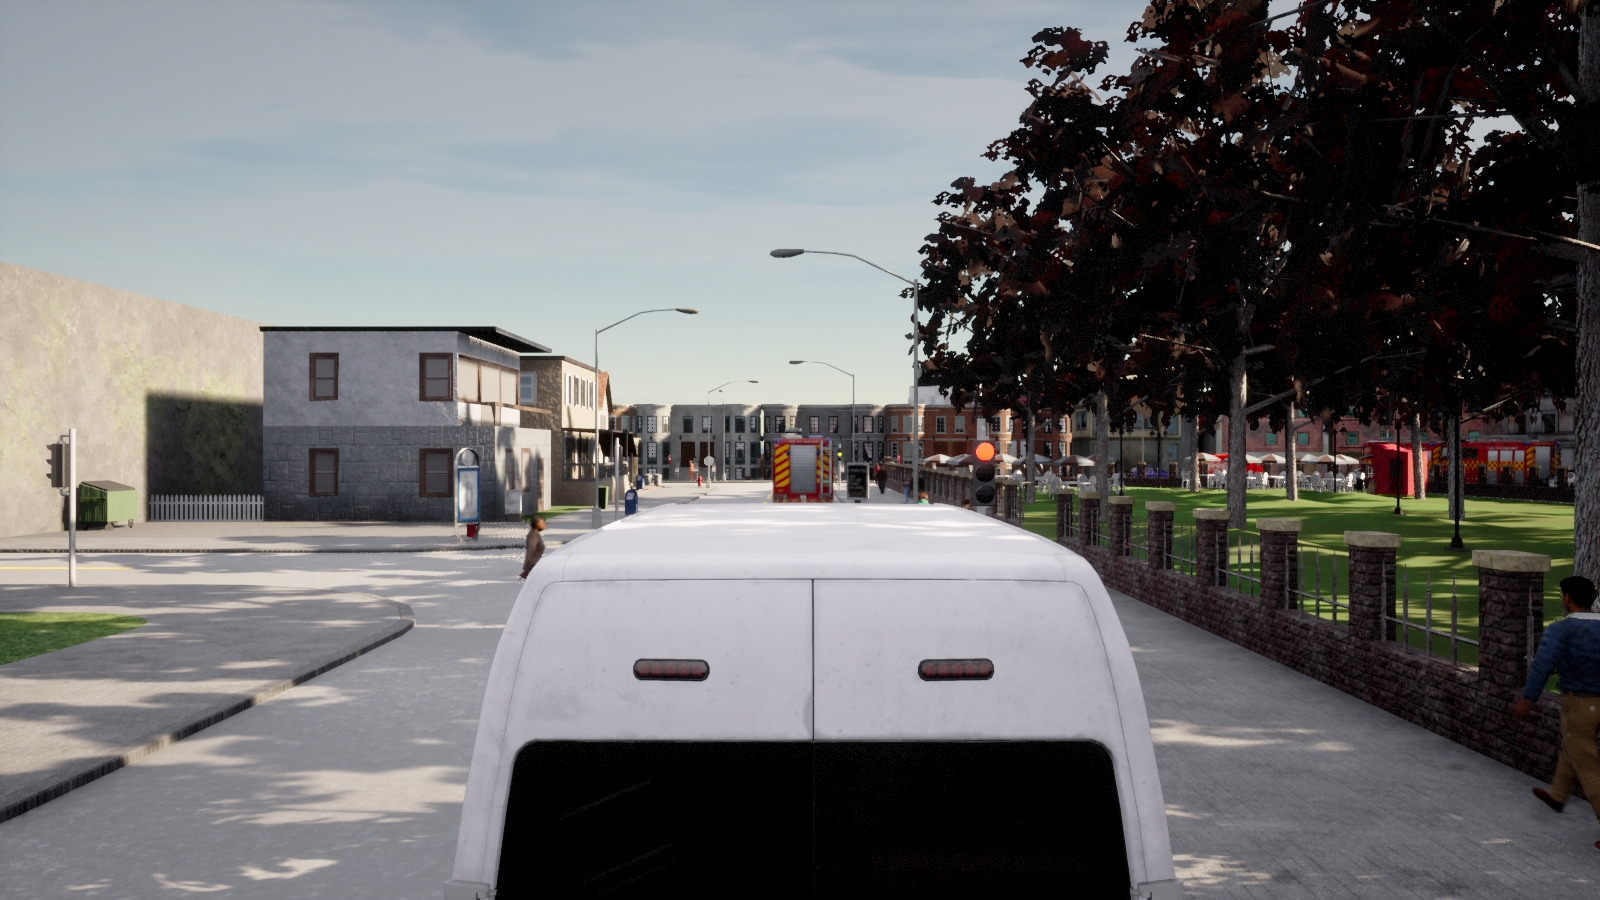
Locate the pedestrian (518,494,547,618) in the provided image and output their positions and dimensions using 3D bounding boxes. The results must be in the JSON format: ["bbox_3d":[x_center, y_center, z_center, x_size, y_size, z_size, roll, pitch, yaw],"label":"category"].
[{"bbox_3d":[-4.141,1.629,17.697,0.375,1.860,0.375,0,0,-23],"label":"pedestrian"}]

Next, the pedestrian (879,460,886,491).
[{"bbox_3d":[4.951,1.525,68.400,0.375,1.860,0.375,0,0,2],"label":"pedestrian"}]

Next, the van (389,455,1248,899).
[{"bbox_3d":[0.036,1.314,5.605,1.988,2.561,5.915,0,0,0],"label":"van"}]

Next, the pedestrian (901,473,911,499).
[{"bbox_3d":[5.329,1.805,57.244,0.375,1.300,0.375,0,0,-19],"label":"pedestrian"}]

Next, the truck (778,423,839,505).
[{"bbox_3d":[0.395,0.670,57.638,2.891,3.827,8.468,0,0,0],"label":"truck"}]

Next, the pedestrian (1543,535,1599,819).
[{"bbox_3d":[5.377,1.526,7.794,0.375,1.860,0.375,0,0,0],"label":"pedestrian"}]

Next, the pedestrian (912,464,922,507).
[{"bbox_3d":[5.111,1.525,49.793,0.375,1.860,0.375,0,0,16],"label":"pedestrian"}]
